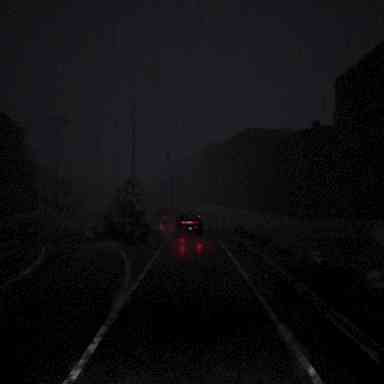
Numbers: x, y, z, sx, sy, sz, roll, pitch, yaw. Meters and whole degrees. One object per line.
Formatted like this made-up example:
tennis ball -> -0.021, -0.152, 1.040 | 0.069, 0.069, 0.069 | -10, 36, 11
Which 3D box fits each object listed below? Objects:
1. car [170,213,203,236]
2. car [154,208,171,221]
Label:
car -> -0.341, 2.442, 25.007 | 2.128, 1.511, 4.902 | 0, -4, -6
car -> -3.730, 2.778, 42.407 | 2.128, 1.511, 4.902 | 0, 0, -13
